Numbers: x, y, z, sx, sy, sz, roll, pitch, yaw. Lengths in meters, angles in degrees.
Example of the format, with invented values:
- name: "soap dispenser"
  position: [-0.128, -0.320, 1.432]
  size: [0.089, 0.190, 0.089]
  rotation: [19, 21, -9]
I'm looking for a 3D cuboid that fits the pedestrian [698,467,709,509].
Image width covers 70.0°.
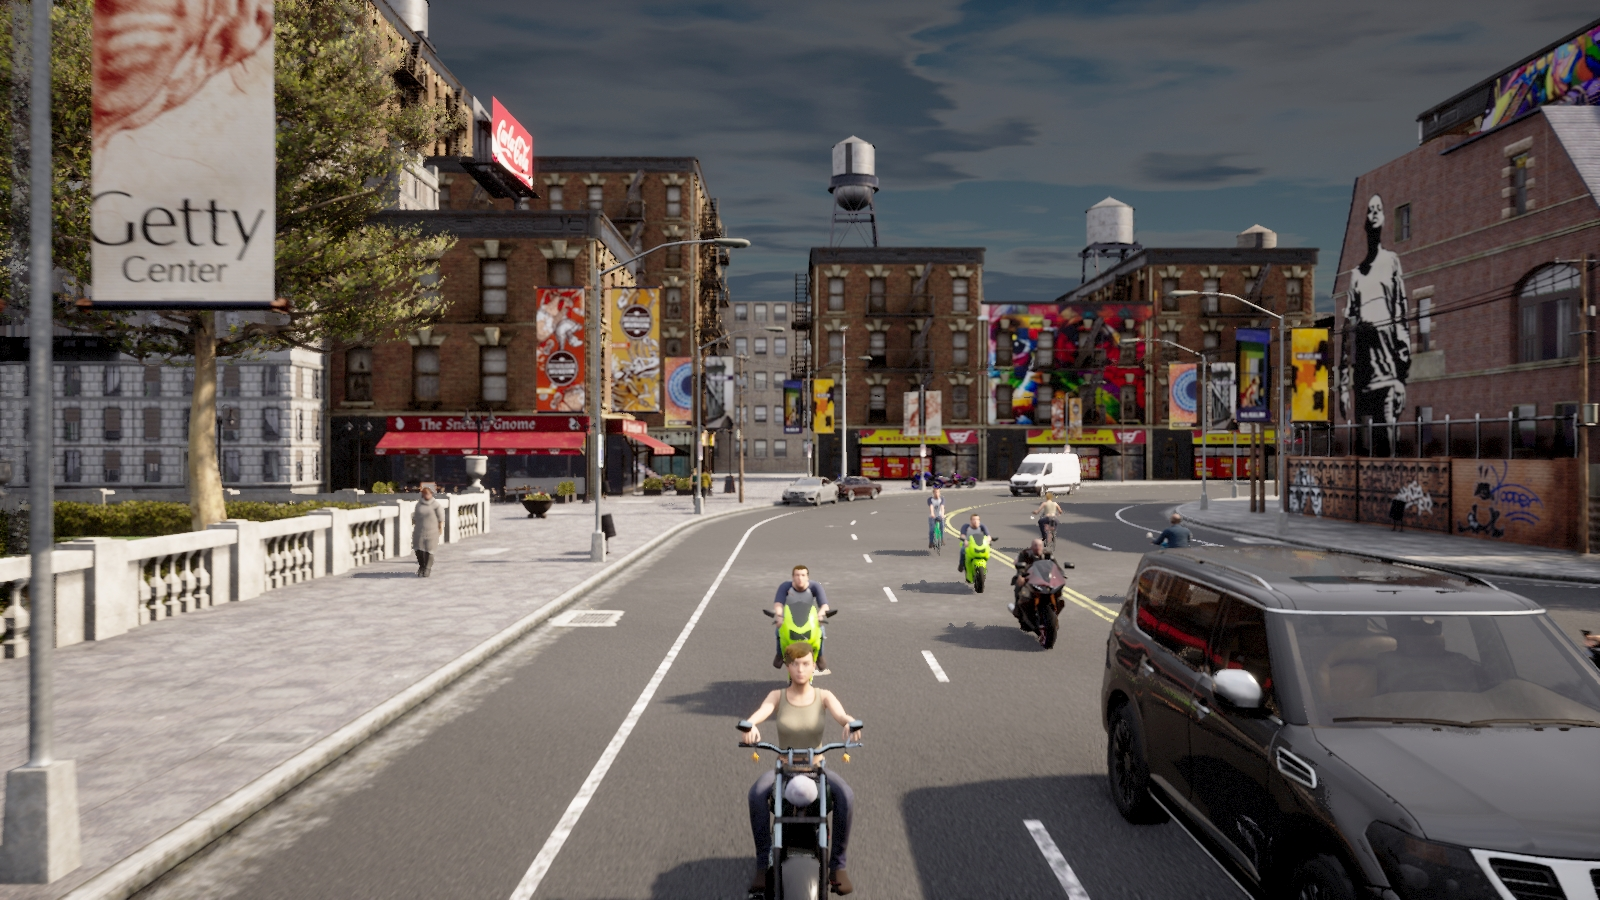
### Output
- name: "pedestrian"
  position: [-4.318, 1.695, 51.222]
  size: [0.375, 1.860, 0.375]
  rotation: [0, 0, 11]

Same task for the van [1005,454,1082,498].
- name: "van"
  position: [14.952, 1.533, 69.774]
  size: [1.988, 2.561, 5.915]
  rotation: [0, 0, 41]

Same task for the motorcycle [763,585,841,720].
- name: "motorcycle"
  position: [0.022, 2.212, 12.831]
  size: [0.803, 1.145, 2.033]
  rotation: [0, 0, 0]

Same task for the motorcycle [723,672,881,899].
- name: "motorcycle"
  position: [0.012, 2.170, 6.698]
  size: [0.764, 1.277, 2.356]
  rotation: [0, 0, 0]

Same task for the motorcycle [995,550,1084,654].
- name: "motorcycle"
  position: [3.506, 2.205, 16.933]
  size: [0.867, 1.251, 2.209]
  rotation: [0, 0, 0]

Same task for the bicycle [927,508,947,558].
- name: "bicycle"
  position: [3.650, 2.205, 30.450]
  size: [0.373, 1.196, 1.643]
  rotation: [0, 0, 1]

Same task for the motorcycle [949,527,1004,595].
- name: "motorcycle"
  position: [3.533, 2.211, 23.034]
  size: [0.803, 1.145, 2.033]
  rotation: [0, 1, 0]

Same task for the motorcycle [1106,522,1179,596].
- name: "motorcycle"
  position: [6.913, 2.170, 23.171]
  size: [0.764, 1.277, 2.356]
  rotation: [0, 0, 0]

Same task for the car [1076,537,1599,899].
- name: "car"
  position: [3.472, 1.779, 7.124]
  size: [2.150, 2.045, 5.566]
  rotation: [0, 0, 0]

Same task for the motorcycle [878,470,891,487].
- name: "motorcycle"
  position: [6.528, 2.180, 87.993]
  size: [0.856, 1.236, 1.805]
  rotation: [0, 0, 0]

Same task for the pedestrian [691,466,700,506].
- name: "pedestrian"
  position: [-4.944, 1.697, 54.049]
  size: [0.375, 1.860, 0.375]
  rotation: [0, 0, 8]

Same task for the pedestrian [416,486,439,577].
- name: "pedestrian"
  position: [-7.766, 1.696, 23.828]
  size: [0.375, 1.860, 0.375]
  rotation: [0, 0, -3]
